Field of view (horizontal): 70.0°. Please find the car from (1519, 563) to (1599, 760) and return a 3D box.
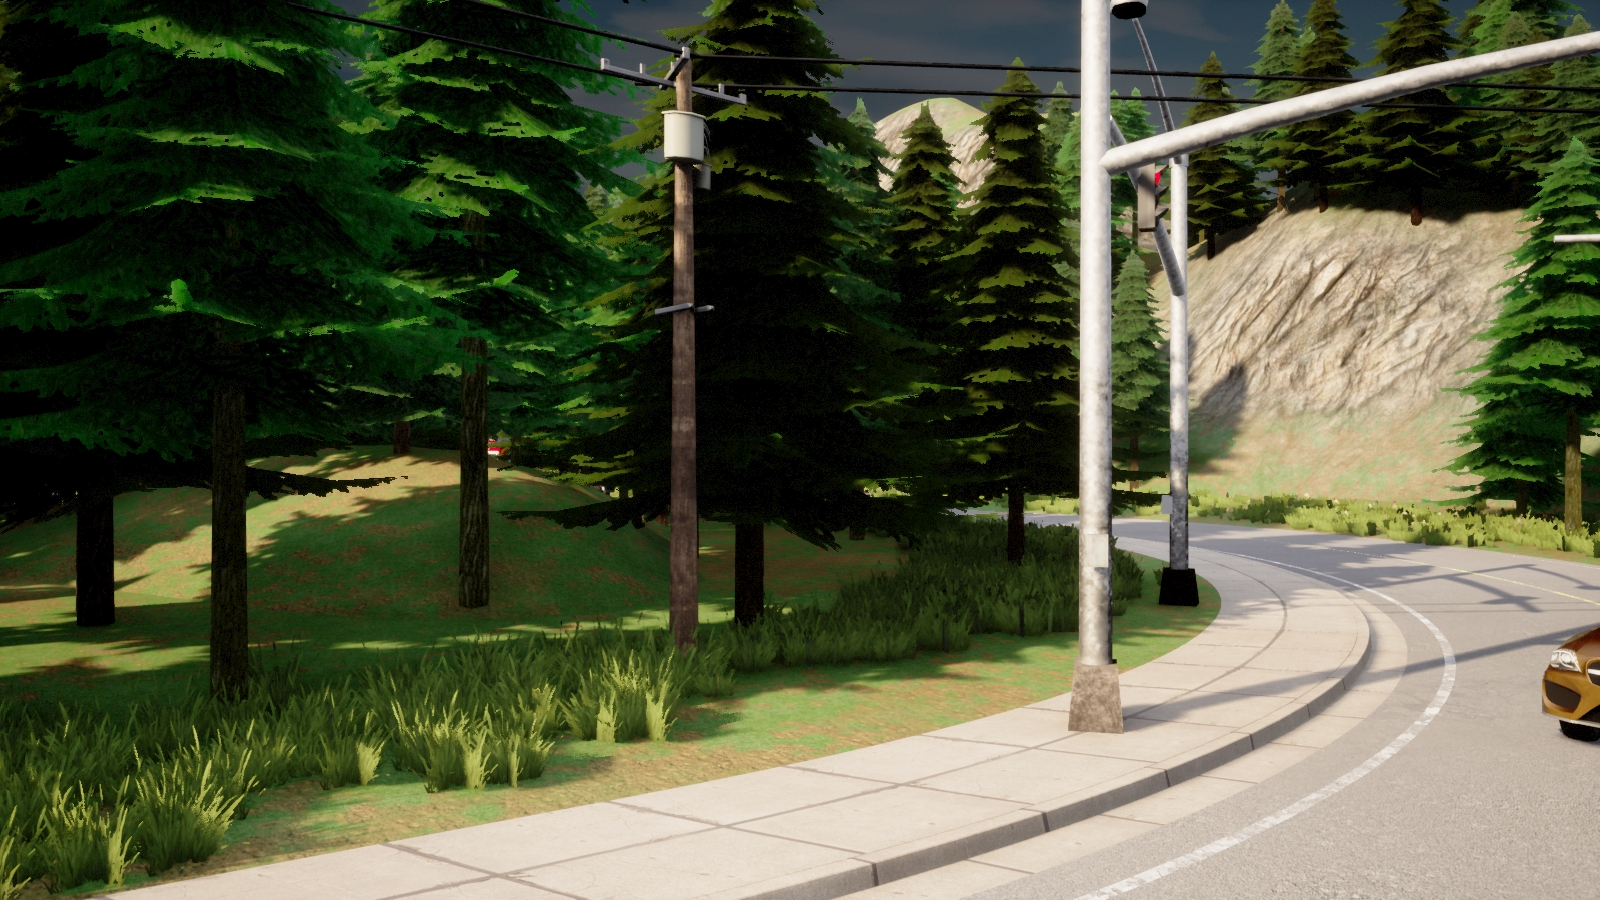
[{"bbox_3d":[9.577,1.970,11.147,5.027,1.651,2.152,0,0,-29],"label":"car"}]
